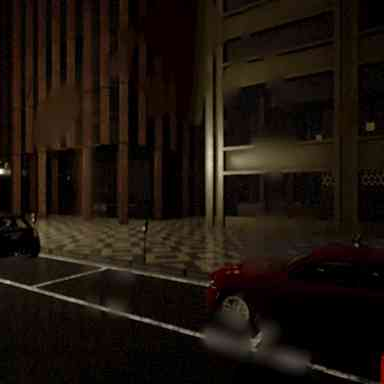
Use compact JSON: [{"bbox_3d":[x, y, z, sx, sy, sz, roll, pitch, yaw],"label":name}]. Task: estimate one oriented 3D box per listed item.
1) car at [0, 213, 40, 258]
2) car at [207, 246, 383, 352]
[{"bbox_3d":[-7.147,1.444,11.481,4.097,1.590,1.967,0,0,33],"label":"car"},{"bbox_3d":[2.358,1.547,5.269,4.507,1.381,1.887,0,0,33],"label":"car"}]
